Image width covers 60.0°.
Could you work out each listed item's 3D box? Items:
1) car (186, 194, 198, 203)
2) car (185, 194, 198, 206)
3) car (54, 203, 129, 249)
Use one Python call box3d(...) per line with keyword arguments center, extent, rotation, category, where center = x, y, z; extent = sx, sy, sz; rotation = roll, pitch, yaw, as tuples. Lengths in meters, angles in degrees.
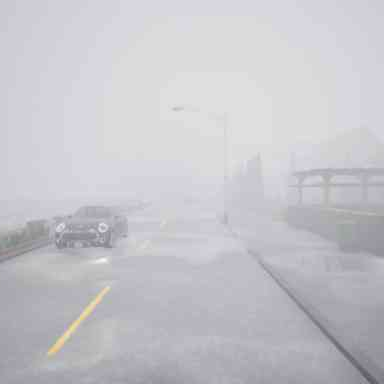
box3d(center=(-0.015, 1.200, 63.435), extent=(2.097, 1.767, 4.553), rotation=(0, 0, 0), category="car")
box3d(center=(-0.013, 1.350, 53.045), extent=(1.882, 1.535, 5.008), rotation=(0, 0, 0), category="car")
box3d(center=(-4.096, 1.318, 14.264), extent=(2.097, 1.767, 4.553), rotation=(0, 0, 0), category="car")
